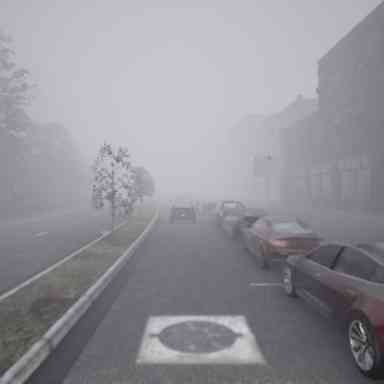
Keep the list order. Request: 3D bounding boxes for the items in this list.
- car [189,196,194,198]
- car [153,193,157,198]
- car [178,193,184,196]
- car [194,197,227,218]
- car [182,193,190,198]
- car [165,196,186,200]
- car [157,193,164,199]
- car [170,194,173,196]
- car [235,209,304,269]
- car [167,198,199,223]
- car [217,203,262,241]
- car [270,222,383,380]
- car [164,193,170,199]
[{"bbox_3d":[1.212,1.438,38.794,2.097,1.535,5.008,0,0,-5],"label":"car"},{"bbox_3d":[-9.060,1.139,95.007,2.163,1.488,4.792,0,0,-15],"label":"car"},{"bbox_3d":[-0.703,1.385,55.570,1.946,1.575,5.366,0,0,-8],"label":"car"},{"bbox_3d":[1.693,1.450,33.253,2.231,1.521,4.892,0,0,-4],"label":"car"},{"bbox_3d":[0.026,1.406,50.053,1.946,1.575,5.366,0,0,-6],"label":"car"},{"bbox_3d":[-2.194,1.543,42.871,1.895,1.301,4.718,0,0,-6],"label":"car"},{"bbox_3d":[-7.216,1.162,88.211,1.946,1.575,5.366,0,0,-14],"label":"car"},{"bbox_3d":[-2.421,1.331,66.393,2.231,1.521,4.892,0,0,-9],"label":"car"},{"bbox_3d":[2.887,1.516,11.038,2.002,1.452,4.674,0,0,-1],"label":"car"},{"bbox_3d":[-0.755,1.455,25.373,1.882,1.535,5.008,0,0,-3],"label":"car"},{"bbox_3d":[2.710,1.501,16.638,2.163,1.488,4.792,0,0,-2],"label":"car"},{"bbox_3d":[3.009,1.509,5.510,2.163,1.488,4.792,0,0,-1],"label":"car"},{"bbox_3d":[-4.645,1.247,77.497,1.946,1.575,5.366,0,0,-12],"label":"car"}]
